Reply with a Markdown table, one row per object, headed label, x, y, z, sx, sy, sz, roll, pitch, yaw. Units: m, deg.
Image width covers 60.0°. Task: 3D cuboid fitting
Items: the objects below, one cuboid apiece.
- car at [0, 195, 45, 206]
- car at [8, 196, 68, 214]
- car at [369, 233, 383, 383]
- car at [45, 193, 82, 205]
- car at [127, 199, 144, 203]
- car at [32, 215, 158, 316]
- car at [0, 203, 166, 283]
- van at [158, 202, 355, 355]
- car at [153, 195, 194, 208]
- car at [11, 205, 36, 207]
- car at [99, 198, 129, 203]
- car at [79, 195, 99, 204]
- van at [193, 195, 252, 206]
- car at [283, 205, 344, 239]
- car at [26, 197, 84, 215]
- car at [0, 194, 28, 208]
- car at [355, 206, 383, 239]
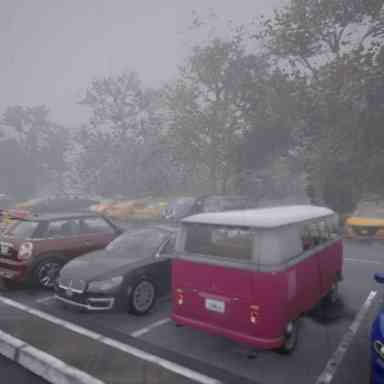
| label | x | y | z | sx | sy | sz | roll | pitch | yaw |
| --- | --- | --- | --- | --- | --- | --- | --- | --- | --- |
| car | -9.764 | 1.211 | 14.366 | 2.435 | 2.045 | 5.566 | 0 | 0 | 36 |
| car | -15.947 | 1.291 | 34.681 | 1.946 | 1.575 | 5.366 | 1 | 1 | 36 |
| car | 3.770 | 1.521 | 4.584 | 2.097 | 1.535 | 5.008 | 0 | 0 | 36 |
| car | -11.294 | 1.130 | 31.592 | 2.435 | 2.045 | 5.566 | 1 | 1 | 36 |
| car | -2.058 | 1.458 | 25.129 | 1.946 | 1.575 | 5.366 | 0 | 0 | 36 |
| car | -0.746 | 1.504 | 7.840 | 2.231 | 1.521 | 4.892 | 0 | 0 | 36 |
| car | -3.127 | 1.367 | 9.509 | 2.185 | 1.767 | 4.553 | 0 | 0 | 36 |
| van | 1.578 | 1.286 | 6.301 | 1.878 | 1.987 | 4.442 | 0 | 0 | 36 |
| car | 0.077 | 1.220 | 23.327 | 2.435 | 2.045 | 5.566 | 0 | 0 | 36 |
| car | -7.526 | 1.473 | 12.712 | 2.097 | 1.535 | 5.008 | 0 | 0 | 36 |
| car | -4.529 | 1.451 | 26.674 | 2.097 | 1.535 | 5.008 | 0 | 0 | 36 |
| car | -6.766 | 1.310 | 28.332 | 2.185 | 1.767 | 4.553 | 1 | 0 | 36 |
| van | 2.285 | 1.256 | 21.627 | 1.878 | 1.987 | 4.442 | 0 | 0 | 36 |
| car | 6.872 | 1.541 | 18.467 | 2.002 | 1.452 | 4.674 | 0 | 0 | 36 |
| car | -13.573 | 1.342 | 33.206 | 2.097 | 1.535 | 5.008 | 1 | 1 | 36 |
| car | -22.521 | 1.104 | 39.640 | 2.231 | 1.521 | 4.892 | 2 | 1 | 36 |
| car | 9.134 | 1.510 | 16.841 | 2.097 | 1.535 | 5.008 | 0 | 0 | 36 |
